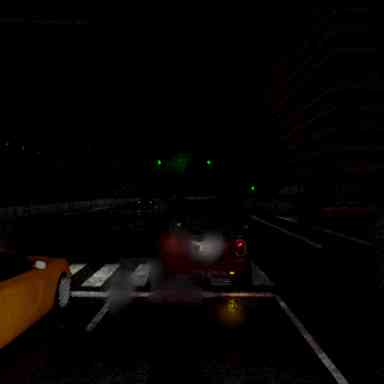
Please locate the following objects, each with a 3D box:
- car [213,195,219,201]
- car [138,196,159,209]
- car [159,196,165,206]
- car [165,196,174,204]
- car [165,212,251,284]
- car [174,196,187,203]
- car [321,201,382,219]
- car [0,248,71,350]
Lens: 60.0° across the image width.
[{"bbox_3d":[7.652,1.510,86.107,2.097,1.767,4.553,0,0,45],"label":"car"},{"bbox_3d":[-6.439,1.430,47.696,2.097,1.767,4.553,0,0,1],"label":"car"},{"bbox_3d":[-6.267,1.571,56.624,1.882,1.535,5.008,0,0,2],"label":"car"},{"bbox_3d":[-5.574,1.616,66.887,1.837,1.490,4.892,0,0,9],"label":"car"},{"bbox_3d":[0.607,1.369,9.878,2.097,1.767,4.553,0,0,7],"label":"car"},{"bbox_3d":[-2.745,1.683,76.454,1.994,1.385,4.181,0,0,24],"label":"car"},{"bbox_3d":[14.050,1.595,29.484,5.008,1.535,1.882,0,0,1],"label":"car"},{"bbox_3d":[-3.365,1.483,4.666,1.882,1.535,5.008,0,0,1],"label":"car"}]
